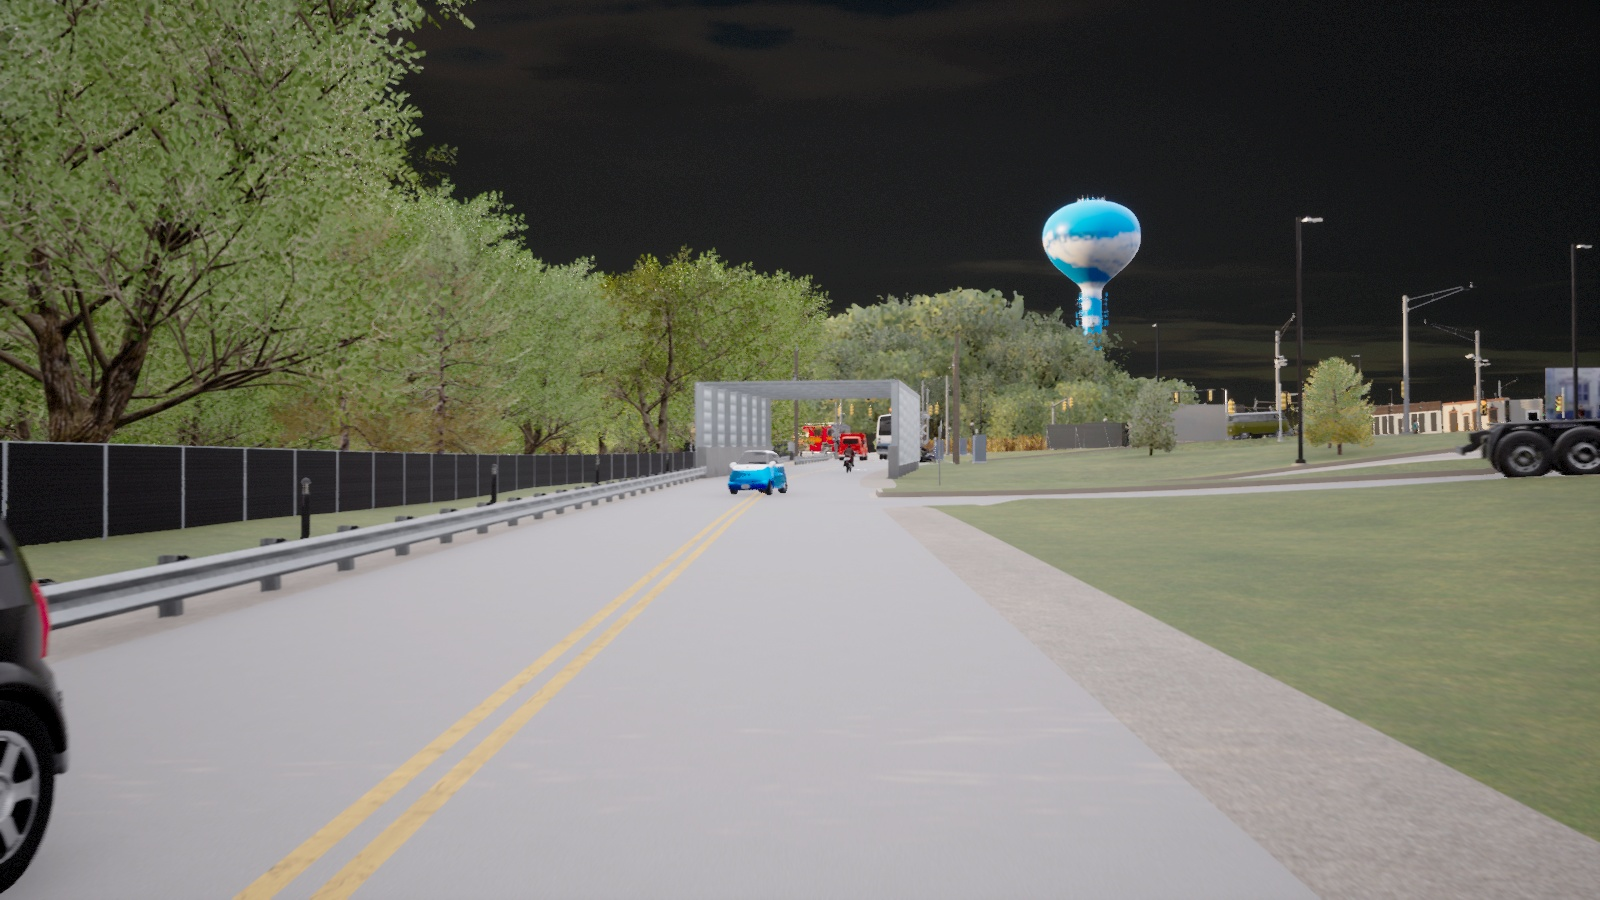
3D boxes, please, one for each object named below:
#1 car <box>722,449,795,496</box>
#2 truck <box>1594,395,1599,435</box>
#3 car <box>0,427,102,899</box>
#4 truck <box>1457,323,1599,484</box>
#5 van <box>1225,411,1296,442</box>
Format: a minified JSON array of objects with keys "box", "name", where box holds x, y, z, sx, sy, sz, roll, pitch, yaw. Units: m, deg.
[{"box":[-1.257,0.689,38.843,1.481,1.376,2.207,-1,-1,22],"name":"car"},{"box":[51.865,-2.229,77.175,2.627,2.467,5.204,0,0,-4],"name":"truck"},{"box":[-3.455,0.708,2.716,1.789,1.549,3.705,0,0,1],"name":"car"},{"box":[19.380,-1.131,28.220,7.936,3.462,2.891,-2,0,25],"name":"truck"},{"box":[33.658,-1.725,91.929,4.442,1.987,1.775,-2,-1,-2],"name":"van"}]
